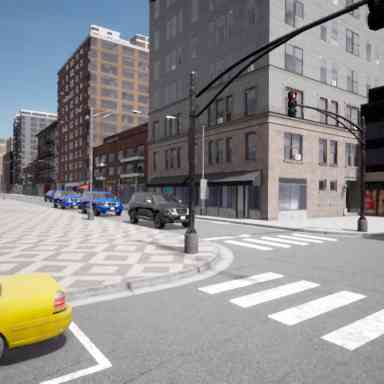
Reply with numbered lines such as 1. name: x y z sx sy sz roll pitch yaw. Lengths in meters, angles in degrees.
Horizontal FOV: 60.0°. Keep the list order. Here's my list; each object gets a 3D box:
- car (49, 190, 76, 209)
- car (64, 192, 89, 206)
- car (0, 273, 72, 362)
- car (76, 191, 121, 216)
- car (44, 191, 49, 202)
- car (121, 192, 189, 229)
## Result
1. car: -14.216 0.861 37.961 2.150 2.045 5.566 1 0 -35
2. car: -16.028 0.953 46.041 2.097 1.767 4.553 1 0 -36
3. car: -4.006 1.525 3.895 4.829 1.417 1.752 0 1 -36
4. car: -8.025 0.959 29.172 2.150 2.045 5.566 1 0 -35
5. car: -23.441 0.706 56.576 2.150 2.045 5.566 1 0 -37
6. car: -2.087 1.052 20.759 2.150 2.045 5.566 1 0 -35
